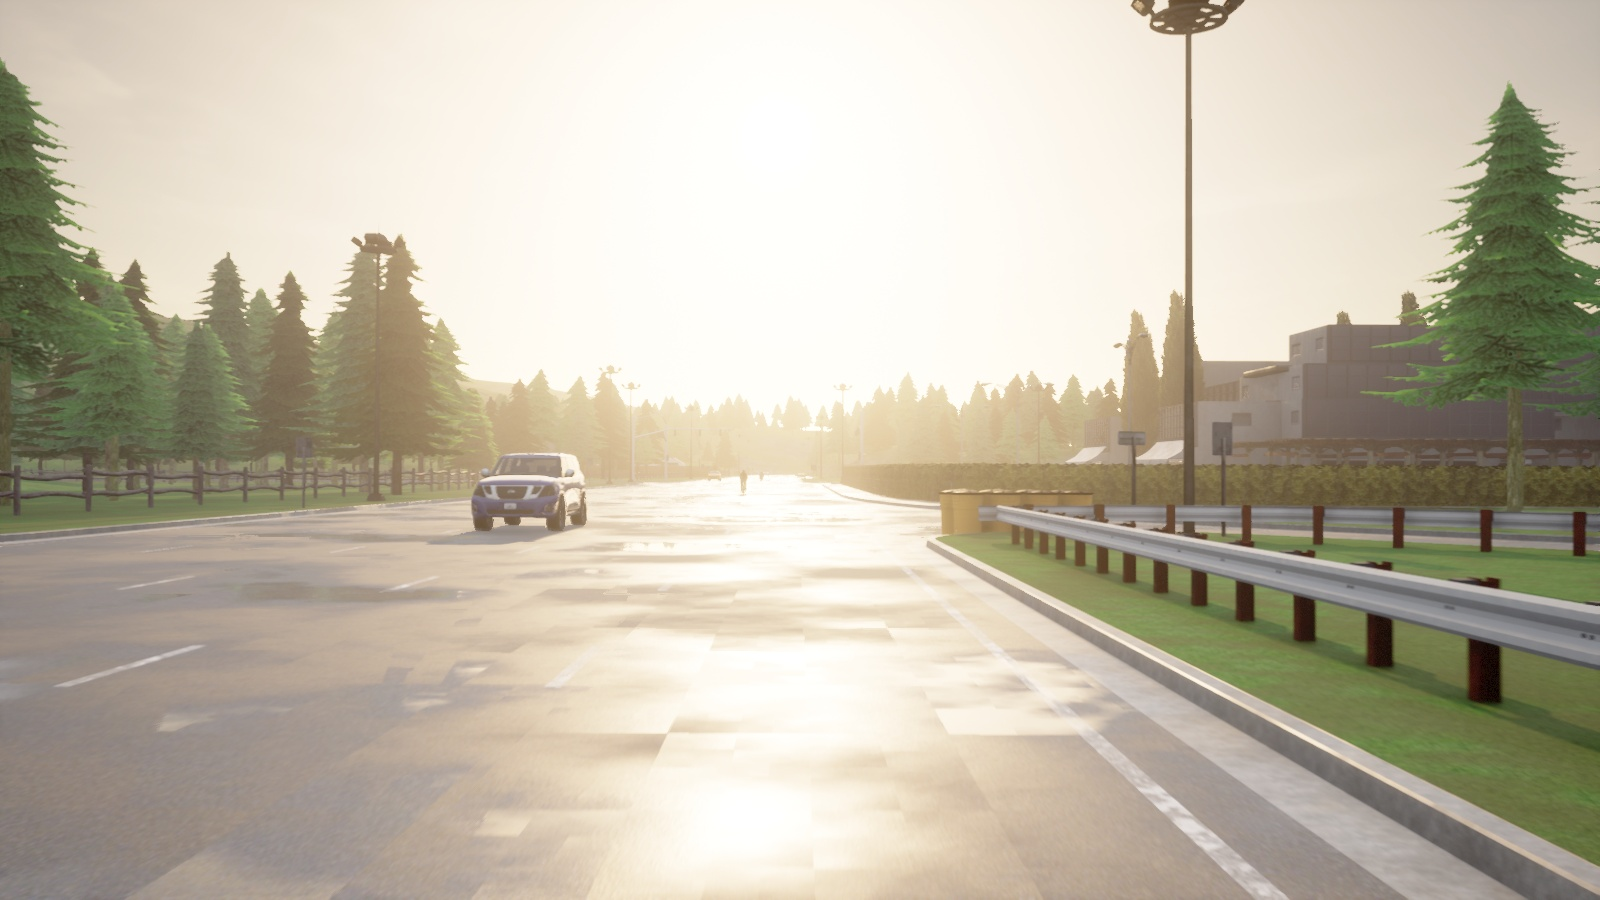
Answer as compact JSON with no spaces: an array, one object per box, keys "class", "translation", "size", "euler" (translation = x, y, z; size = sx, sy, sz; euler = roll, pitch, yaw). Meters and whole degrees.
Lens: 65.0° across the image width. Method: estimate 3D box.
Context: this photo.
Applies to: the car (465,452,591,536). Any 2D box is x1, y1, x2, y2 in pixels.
[{"class":"car","translation":[-7.079,1.120,33.326],"size":[2.150,2.045,5.566],"euler":[0,-1,0]}]
